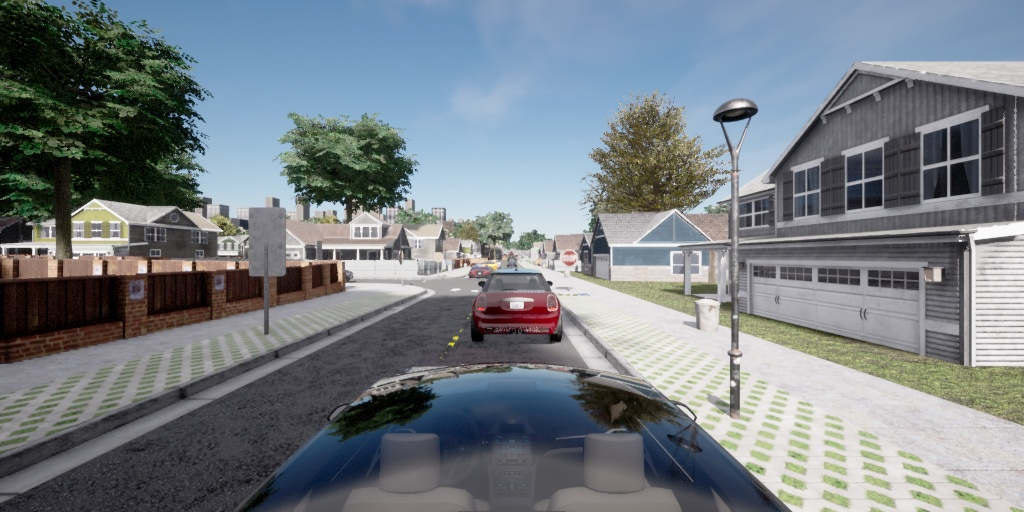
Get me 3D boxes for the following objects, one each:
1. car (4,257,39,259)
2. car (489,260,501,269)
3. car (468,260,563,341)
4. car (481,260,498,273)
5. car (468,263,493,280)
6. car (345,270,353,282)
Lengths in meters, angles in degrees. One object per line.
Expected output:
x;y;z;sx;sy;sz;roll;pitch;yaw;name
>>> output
-35.238;0.867;25.114;4.902;1.511;2.128;1;0;0;car
-2.812;1.395;60.125;1.812;1.442;4.674;0;0;1;car
0.103;1.108;10.017;2.097;1.767;4.553;0;0;0;car
-2.839;1.310;46.635;1.882;1.535;5.008;0;0;0;car
-2.850;1.367;33.148;1.994;1.385;4.181;0;0;0;car
-13.554;1.156;25.060;4.674;1.442;1.812;1;0;2;car
